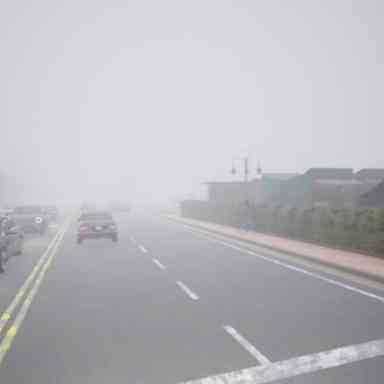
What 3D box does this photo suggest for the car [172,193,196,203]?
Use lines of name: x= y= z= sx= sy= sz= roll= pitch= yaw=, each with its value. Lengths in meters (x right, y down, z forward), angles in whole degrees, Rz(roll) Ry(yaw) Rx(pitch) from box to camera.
car: x=-1.073 y=1.192 z=62.290 sx=3.866 sy=1.878 sz=1.905 roll=-1 pitch=0 yaw=-20

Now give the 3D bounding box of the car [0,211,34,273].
car: x=-6.802 y=1.626 z=10.879 sx=2.128 sy=1.511 sz=4.902 roll=-1 pitch=0 yaw=-18

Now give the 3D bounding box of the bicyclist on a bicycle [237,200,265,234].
bicyclist on a bicycle: x=2.900 y=1.209 z=16.374 sx=1.656 sy=1.620 sz=0.582 roll=-7 pitch=2 yaw=-18

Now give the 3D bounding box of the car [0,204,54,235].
car: x=-9.652 y=1.544 z=19.631 sx=2.097 sy=1.767 sz=4.553 roll=-1 pitch=0 yaw=-18

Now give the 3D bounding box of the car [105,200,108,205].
car: x=-11.541 y=1.714 z=48.529 sx=1.882 sy=1.535 sz=5.008 roll=-1 pitch=0 yaw=-18

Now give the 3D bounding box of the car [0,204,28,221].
car: x=-17.488 y=1.949 z=32.499 sx=1.895 sy=1.301 sz=4.718 roll=-1 pitch=0 yaw=-18

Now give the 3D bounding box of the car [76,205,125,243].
car: x=-4.858 y=1.646 z=16.907 sx=2.033 sy=1.411 sz=5.357 roll=-1 pitch=0 yaw=-18

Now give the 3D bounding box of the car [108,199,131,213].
car: x=-8.366 y=1.736 z=38.918 sx=1.994 sy=1.385 sz=4.181 roll=-1 pitch=0 yaw=-18

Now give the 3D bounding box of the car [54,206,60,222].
car: x=-12.704 y=1.855 z=29.046 sx=1.895 sy=1.301 sz=4.718 roll=-1 pitch=0 yaw=-18

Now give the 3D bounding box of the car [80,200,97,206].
car: x=-13.062 y=1.756 z=42.024 sx=2.128 sy=1.511 sz=4.902 roll=-1 pitch=0 yaw=-18

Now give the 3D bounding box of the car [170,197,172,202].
car: x=-1.989 y=1.208 z=65.036 sx=4.605 sy=1.855 sz=1.932 roll=-1 pitch=0 yaw=-20
